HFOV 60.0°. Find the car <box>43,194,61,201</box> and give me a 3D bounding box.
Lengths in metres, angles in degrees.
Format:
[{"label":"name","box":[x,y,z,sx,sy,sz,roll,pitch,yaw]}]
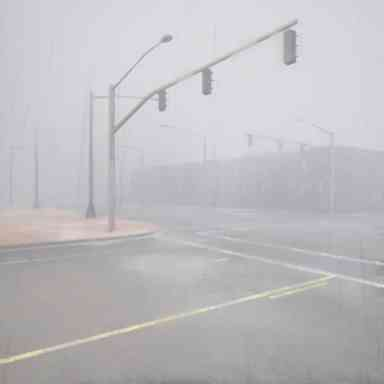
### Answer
[{"label":"car","box":[-35.464,1.299,84.343,4.553,1.767,2.097,0,0,20]}]
